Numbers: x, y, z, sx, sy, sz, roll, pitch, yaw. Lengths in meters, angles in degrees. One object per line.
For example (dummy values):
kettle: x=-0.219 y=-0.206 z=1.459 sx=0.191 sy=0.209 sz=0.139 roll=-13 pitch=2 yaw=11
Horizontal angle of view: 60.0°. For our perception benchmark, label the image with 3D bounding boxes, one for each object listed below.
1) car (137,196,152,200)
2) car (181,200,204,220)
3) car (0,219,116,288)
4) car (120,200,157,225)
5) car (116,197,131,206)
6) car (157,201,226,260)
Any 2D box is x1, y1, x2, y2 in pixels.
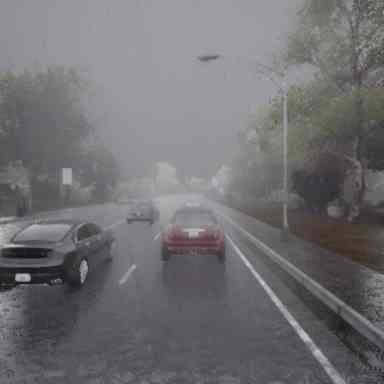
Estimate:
car: x=-7.077 y=1.435 z=50.280 sx=2.128 sy=1.511 sz=4.902 roll=0 pitch=0 yaw=0
car: x=0.075 y=1.501 z=28.841 sx=1.812 sy=1.442 sz=4.674 roll=0 pitch=0 yaw=0
car: x=-3.455 y=1.508 z=9.257 sx=1.837 sy=1.490 sz=4.892 roll=0 pitch=0 yaw=1
car: x=-3.456 y=1.531 z=24.156 sx=2.033 sy=1.411 sz=5.357 roll=0 pitch=0 yaw=1
car: x=-10.561 y=1.505 z=52.412 sx=1.994 sy=1.385 sz=4.181 roll=0 pitch=0 yaw=0
car: x=0.069 y=1.351 z=12.582 sx=2.097 sy=1.767 sz=4.553 roll=0 pitch=0 yaw=0
